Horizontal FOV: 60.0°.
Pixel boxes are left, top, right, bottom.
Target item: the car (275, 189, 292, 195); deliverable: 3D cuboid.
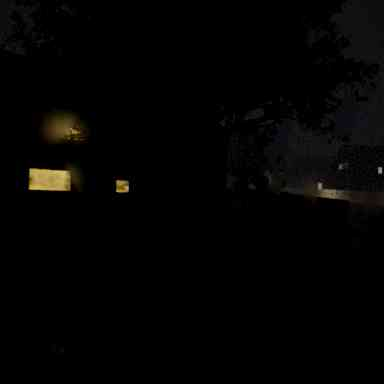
[{"bbox_3d":[14.040,0.271,51.827,2.033,1.411,5.357,1,2,-3],"label":"car"}]
